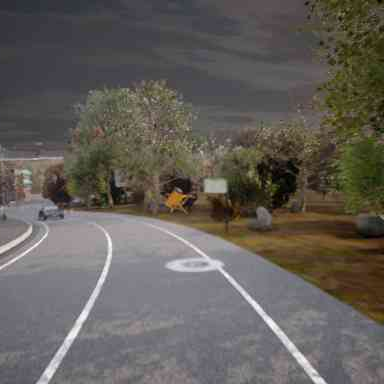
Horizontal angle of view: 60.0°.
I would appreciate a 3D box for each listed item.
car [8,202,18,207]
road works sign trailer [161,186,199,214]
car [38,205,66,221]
[{"bbox_3d":[-36.766,2.591,68.392,1.812,1.442,4.674,-3,1,-27],"label":"car"},{"bbox_3d":[-0.715,1.152,33.538,2.880,2.380,3.560,47,21,19],"label":"road works sign trailer"},{"bbox_3d":[-14.221,2.044,33.498,1.812,1.442,4.674,-4,0,-33],"label":"car"}]
